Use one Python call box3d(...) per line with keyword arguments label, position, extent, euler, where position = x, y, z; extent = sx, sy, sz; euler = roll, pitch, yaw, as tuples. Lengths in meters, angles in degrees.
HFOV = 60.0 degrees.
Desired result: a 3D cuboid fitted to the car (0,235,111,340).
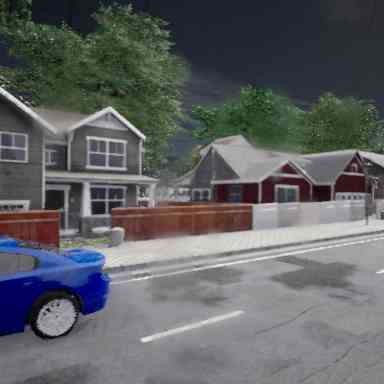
box3d(label="car", position=(-3.762, 1.474, 4.978), extent=(5.008, 1.535, 1.882), euler=(0, 0, -35))
